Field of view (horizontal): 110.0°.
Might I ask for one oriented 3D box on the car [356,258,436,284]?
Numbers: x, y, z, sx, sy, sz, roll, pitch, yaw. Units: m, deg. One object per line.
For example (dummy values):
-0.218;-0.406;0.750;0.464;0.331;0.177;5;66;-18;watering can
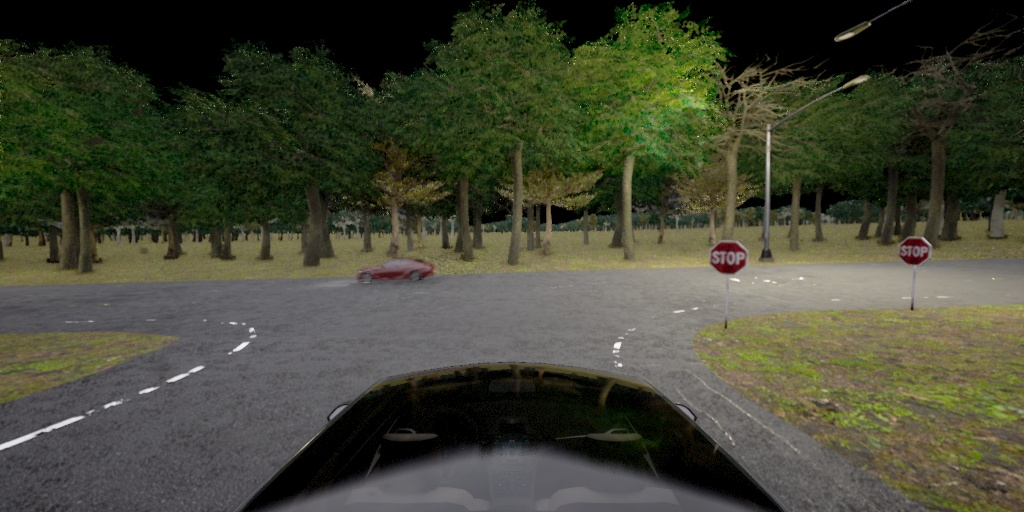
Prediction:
-6.994;0.846;21.820;4.674;1.442;1.812;-2;3;-1;car
